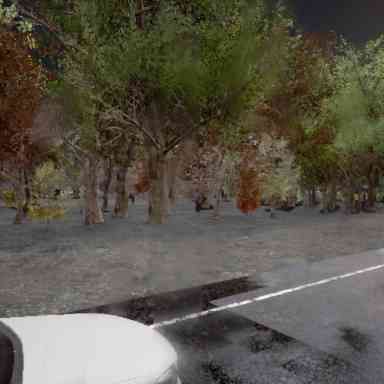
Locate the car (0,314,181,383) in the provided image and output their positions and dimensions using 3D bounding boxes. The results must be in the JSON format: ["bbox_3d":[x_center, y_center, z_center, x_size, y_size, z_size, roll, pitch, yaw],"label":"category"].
[{"bbox_3d":[-2.235,1.525,2.155,4.674,1.442,1.812,0,0,-35],"label":"car"}]
